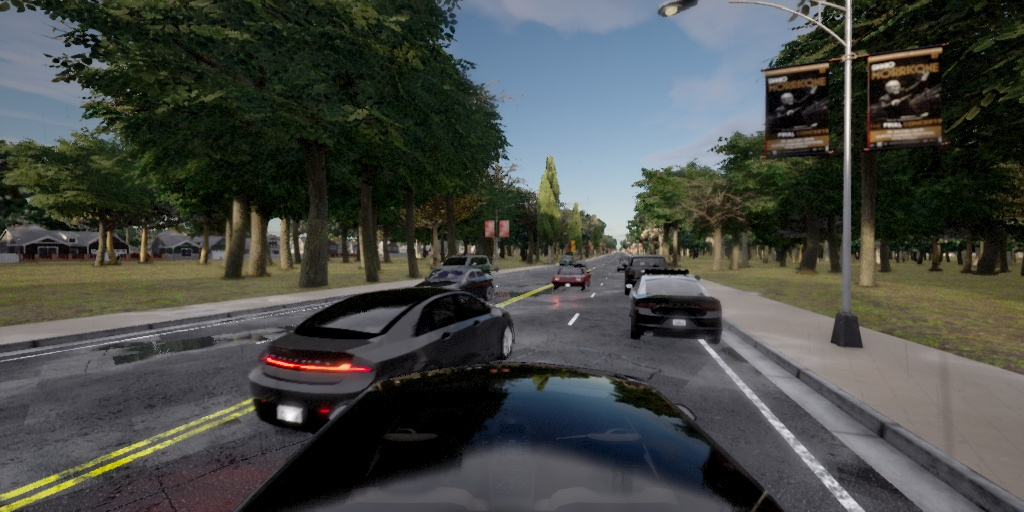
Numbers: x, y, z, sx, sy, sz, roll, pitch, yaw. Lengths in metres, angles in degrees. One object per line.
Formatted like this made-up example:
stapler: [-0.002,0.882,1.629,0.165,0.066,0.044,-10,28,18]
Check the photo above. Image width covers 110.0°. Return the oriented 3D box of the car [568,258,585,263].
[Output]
car: [10.048,1.353,53.711,1.895,1.301,4.718,0,0,18]

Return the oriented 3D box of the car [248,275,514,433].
car: [-1.393,1.254,5.730,1.837,1.490,4.892,0,0,17]

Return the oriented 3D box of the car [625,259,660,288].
car: [8.973,1.096,25.003,2.097,1.767,4.553,0,0,17]

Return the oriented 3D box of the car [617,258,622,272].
car: [14.415,1.313,45.547,1.994,1.385,4.181,0,0,19]

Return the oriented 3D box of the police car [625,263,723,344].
police car: [4.227,1.172,9.868,1.930,1.638,5.238,0,0,17]

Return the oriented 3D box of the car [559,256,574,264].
car: [9.837,0.977,63.784,2.150,2.045,5.566,0,0,18]

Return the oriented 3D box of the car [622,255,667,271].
car: [7.196,0.969,19.333,2.150,2.045,5.566,0,0,17]

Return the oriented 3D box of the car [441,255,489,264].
car: [-3.068,0.967,22.783,2.150,2.045,5.566,0,0,17]

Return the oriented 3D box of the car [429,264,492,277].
car: [-2.232,1.238,14.590,2.128,1.511,4.902,0,0,17]

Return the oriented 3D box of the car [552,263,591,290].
car: [3.838,1.346,22.415,1.895,1.301,4.718,0,0,17]
